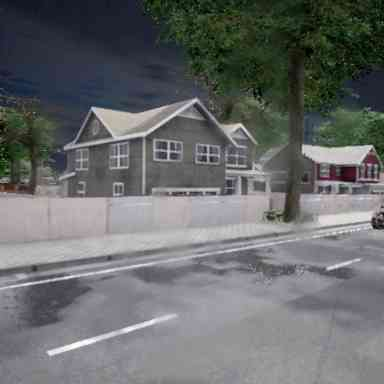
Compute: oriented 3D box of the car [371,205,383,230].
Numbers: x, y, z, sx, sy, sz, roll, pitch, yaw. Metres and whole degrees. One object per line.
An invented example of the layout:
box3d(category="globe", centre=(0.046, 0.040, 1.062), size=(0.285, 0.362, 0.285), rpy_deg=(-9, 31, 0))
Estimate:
box3d(category="car", centre=(11.615, 1.161, 18.067), size=(4.553, 1.767, 2.097), rpy_deg=(0, 2, -41))
